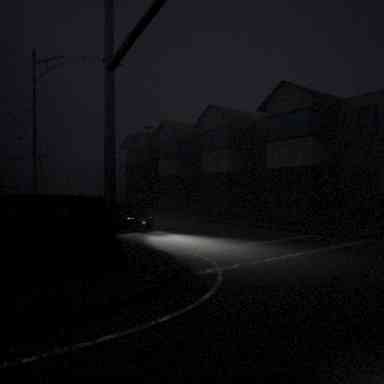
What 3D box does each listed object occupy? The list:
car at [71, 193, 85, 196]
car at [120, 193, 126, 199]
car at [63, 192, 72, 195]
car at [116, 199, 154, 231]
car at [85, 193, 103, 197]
[{"bbox_3d":[-25.233,1.033,79.223,5.027,1.636,2.152,0,0,-36],"label":"car"},{"bbox_3d":[-13.324,1.136,75.460,4.514,1.523,2.007,0,0,-36],"label":"car"},{"bbox_3d":[-32.804,0.958,89.537,3.866,1.878,1.905,0,0,-36],"label":"car"},{"bbox_3d":[-4.118,1.446,20.433,2.128,1.511,4.902,0,0,-36],"label":"car"},{"bbox_3d":[-21.174,1.109,74.242,3.806,1.475,1.970,0,0,-36],"label":"car"}]
